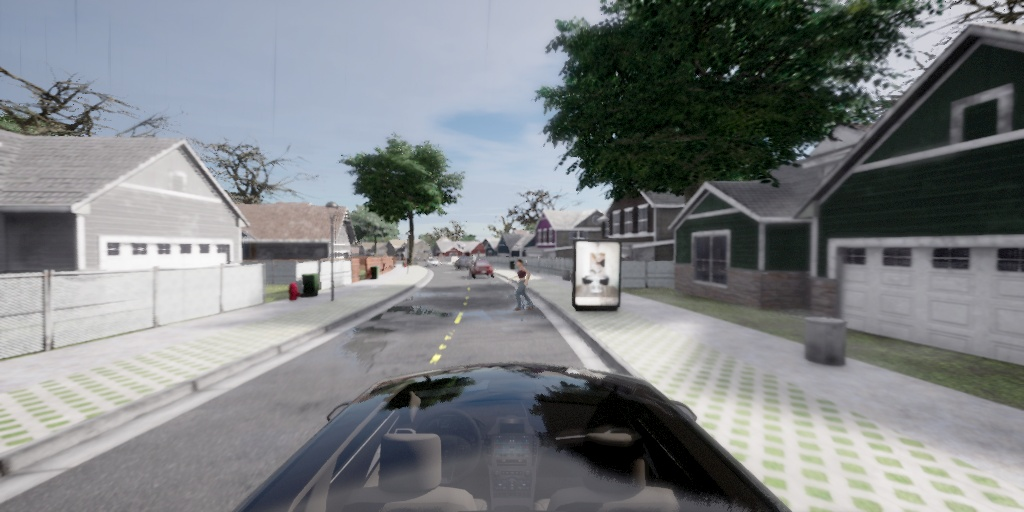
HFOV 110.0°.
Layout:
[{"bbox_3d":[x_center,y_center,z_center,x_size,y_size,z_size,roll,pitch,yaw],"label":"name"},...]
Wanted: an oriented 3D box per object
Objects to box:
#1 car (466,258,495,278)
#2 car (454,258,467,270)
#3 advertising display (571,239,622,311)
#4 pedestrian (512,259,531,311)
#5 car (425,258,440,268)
[{"bbox_3d":[-2.725,1.115,31.670,1.812,1.442,4.674,0,0,-11],"label":"car"},{"bbox_3d":[-6.584,1.039,48.095,2.128,1.511,4.902,0,0,-17],"label":"car"},{"bbox_3d":[2.716,0.704,11.637,1.540,2.440,0.280,0,0,-3],"label":"advertising display"},{"bbox_3d":[0.330,0.973,12.338,0.375,1.860,0.375,-1,2,-14],"label":"pedestrian"},{"bbox_3d":[-12.754,1.082,57.645,1.812,1.442,4.674,-1,0,-19],"label":"car"}]
